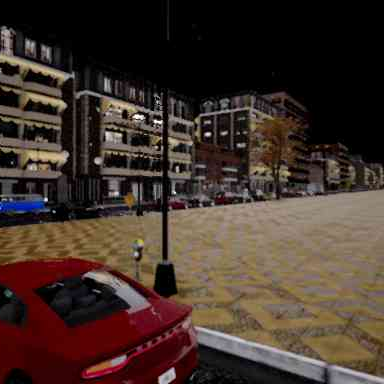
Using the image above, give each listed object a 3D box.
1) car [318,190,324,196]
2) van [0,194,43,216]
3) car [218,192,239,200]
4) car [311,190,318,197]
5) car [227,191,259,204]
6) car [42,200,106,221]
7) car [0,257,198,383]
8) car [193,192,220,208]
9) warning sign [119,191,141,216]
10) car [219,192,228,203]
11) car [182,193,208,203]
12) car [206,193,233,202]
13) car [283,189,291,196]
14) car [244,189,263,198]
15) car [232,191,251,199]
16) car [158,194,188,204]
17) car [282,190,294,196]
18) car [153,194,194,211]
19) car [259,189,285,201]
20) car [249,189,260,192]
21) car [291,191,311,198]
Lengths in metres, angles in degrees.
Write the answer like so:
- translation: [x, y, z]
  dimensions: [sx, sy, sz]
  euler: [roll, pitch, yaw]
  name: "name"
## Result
- translation: [32.705, 0.137, 84.501]
  dimensions: [1.967, 1.590, 4.097]
  euler: [1, 2, 35]
  name: "car"
- translation: [-15.355, 1.107, 29.713]
  dimensions: [1.690, 1.788, 3.998]
  euler: [2, 2, 35]
  name: "van"
- translation: [6.810, 0.725, 61.785]
  dimensions: [1.947, 1.339, 4.313]
  euler: [2, 2, 35]
  name: "car"
- translation: [26.370, 0.418, 75.341]
  dimensions: [2.008, 1.369, 4.403]
  euler: [1, 2, 35]
  name: "car"
- translation: [7.370, 0.931, 47.856]
  dimensions: [2.008, 1.369, 4.403]
  euler: [1, 2, 35]
  name: "car"
- translation: [-8.464, 1.380, 24.953]
  dimensions: [1.947, 1.339, 4.313]
  euler: [1, 2, 35]
  name: "car"
- translation: [-2.046, 1.554, 4.321]
  dimensions: [4.507, 1.381, 1.887]
  euler: [0, 0, 35]
  name: "car"
- translation: [1.036, 1.104, 38.694]
  dimensions: [2.008, 1.369, 4.403]
  euler: [1, 2, 35]
  name: "car"
- translation: [-4.849, 0.897, 26.042]
  dimensions: [1.300, 1.860, 1.060]
  euler: [-1, 0, 35]
  name: "warning sign"
- translation: [5.133, 0.720, 49.301]
  dimensions: [2.097, 1.767, 4.553]
  euler: [0, 1, 35]
  name: "car"
- translation: [0.477, 0.882, 52.622]
  dimensions: [2.008, 1.369, 4.403]
  euler: [2, 2, 35]
  name: "car"
- translation: [4.541, 0.843, 53.828]
  dimensions: [2.033, 1.411, 5.357]
  euler: [0, 1, 35]
  name: "car"
- translation: [22.646, 0.048, 84.682]
  dimensions: [2.192, 1.841, 5.009]
  euler: [1, 2, 35]
  name: "car"
- translation: [13.147, 0.303, 70.940]
  dimensions: [2.192, 1.841, 5.009]
  euler: [2, 2, 35]
  name: "car"
- translation: [9.881, 0.601, 66.224]
  dimensions: [1.752, 1.417, 4.829]
  euler: [2, 2, 35]
  name: "car"
- translation: [-2.690, 0.983, 48.042]
  dimensions: [1.947, 1.339, 4.313]
  euler: [2, 2, 35]
  name: "car"
- translation: [25.811, 0.193, 89.269]
  dimensions: [1.887, 1.381, 4.507]
  euler: [1, 2, 35]
  name: "car"
- translation: [-2.131, 1.185, 34.113]
  dimensions: [1.887, 1.381, 4.507]
  euler: [1, 2, 35]
  name: "car"
- translation: [13.801, 0.731, 57.158]
  dimensions: [1.752, 1.417, 4.829]
  euler: [1, 2, 35]
  name: "car"
- translation: [11.270, 0.550, 58.246]
  dimensions: [2.097, 1.767, 4.553]
  euler: [0, 1, 35]
  name: "car"
- translation: [23.204, 0.503, 70.762]
  dimensions: [2.008, 1.369, 4.403]
  euler: [1, 2, 35]
  name: "car"
